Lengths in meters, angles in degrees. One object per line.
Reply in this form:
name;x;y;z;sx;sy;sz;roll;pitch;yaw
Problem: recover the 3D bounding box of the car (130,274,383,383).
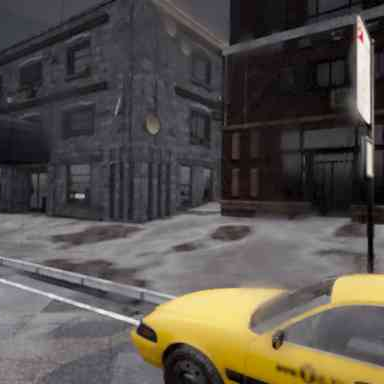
car;1.760;1.461;3.098;5.366;1.575;1.801;0;0;35
